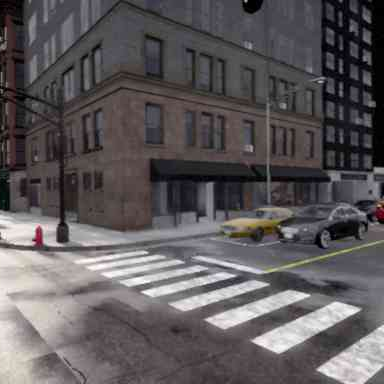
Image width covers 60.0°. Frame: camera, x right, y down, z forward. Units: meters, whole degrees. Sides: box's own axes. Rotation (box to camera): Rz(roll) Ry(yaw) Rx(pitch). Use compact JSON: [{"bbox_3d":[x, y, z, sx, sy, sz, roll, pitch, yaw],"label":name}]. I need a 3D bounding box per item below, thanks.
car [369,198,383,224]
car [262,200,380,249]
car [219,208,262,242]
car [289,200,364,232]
[{"bbox_3d":[13.040,0.839,19.819,5.566,2.045,2.150,-1,1,-40],"label":"car"},{"bbox_3d":[5.345,1.263,13.477,4.902,1.511,2.128,-1,1,-39],"label":"car"},{"bbox_3d":[3.307,1.303,15.076,4.829,1.417,1.752,-1,1,-40],"label":"car"},{"bbox_3d":[7.614,1.243,18.628,4.403,1.369,2.008,-1,1,-40],"label":"car"}]
